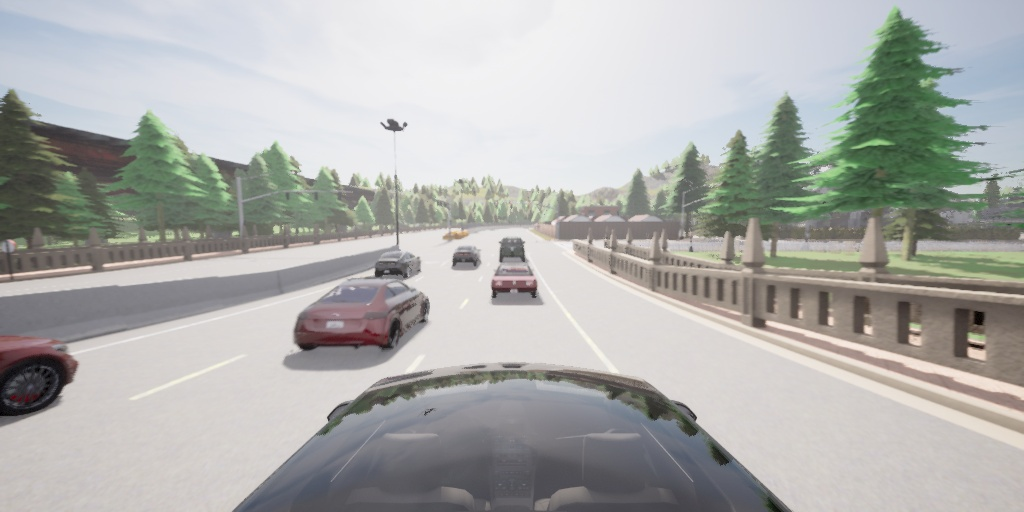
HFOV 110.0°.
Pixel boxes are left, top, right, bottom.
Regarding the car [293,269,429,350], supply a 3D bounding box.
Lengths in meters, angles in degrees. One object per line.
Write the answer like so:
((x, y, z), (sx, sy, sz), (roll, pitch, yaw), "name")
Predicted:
((-3.399, 1.225, 8.870), (1.994, 1.385, 4.181), (0, 2, 0), "car")

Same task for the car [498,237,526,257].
((0.004, -0.640, 30.497), (2.150, 2.045, 5.566), (0, 5, 0), "car")

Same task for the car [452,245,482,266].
((-3.484, -0.113, 27.995), (1.837, 1.490, 4.892), (0, 4, 0), "car")

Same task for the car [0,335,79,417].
((-6.900, 1.268, 2.943), (1.812, 1.442, 4.674), (0, 0, 0), "car")

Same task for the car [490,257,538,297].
((0.079, 0.959, 16.092), (1.895, 1.301, 4.718), (0, 3, 0), "car")

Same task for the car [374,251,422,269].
((-6.952, 0.432, 22.285), (1.837, 1.490, 4.892), (0, 5, 0), "car")
